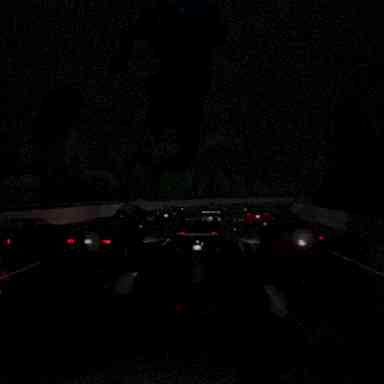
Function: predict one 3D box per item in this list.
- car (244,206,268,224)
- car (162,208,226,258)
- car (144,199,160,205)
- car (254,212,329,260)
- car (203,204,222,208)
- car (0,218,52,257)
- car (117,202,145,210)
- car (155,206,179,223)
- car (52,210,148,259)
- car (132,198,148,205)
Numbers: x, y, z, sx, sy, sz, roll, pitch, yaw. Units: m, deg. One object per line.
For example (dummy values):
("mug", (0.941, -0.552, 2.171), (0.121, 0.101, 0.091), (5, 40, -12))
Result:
("car", (5.203, 1.820, 26.827), (1.994, 1.385, 4.181), (0, 0, 8))
("car", (0.333, 1.618, 13.303), (2.128, 1.511, 4.902), (0, 0, 4))
("car", (-9.565, 2.333, 79.784), (1.895, 1.301, 4.718), (0, -1, 21))
("car", (3.827, 1.691, 13.112), (1.994, 1.385, 4.181), (0, 0, 4))
("car", (1.735, 1.750, 27.307), (2.128, 1.511, 4.902), (0, 0, 8))
("car", (-6.672, 1.723, 13.536), (1.895, 1.301, 4.718), (0, 0, 4))
("car", (-5.189, 1.788, 28.325), (1.812, 1.442, 4.674), (0, 0, 8))
("car", (-1.731, 1.824, 27.795), (1.994, 1.385, 4.181), (0, 0, 8))
("car", (-3.187, 1.670, 13.211), (2.033, 1.411, 5.357), (0, -1, 4))
("car", (-12.757, 2.272, 81.227), (1.812, 1.442, 4.674), (0, -1, 21))
